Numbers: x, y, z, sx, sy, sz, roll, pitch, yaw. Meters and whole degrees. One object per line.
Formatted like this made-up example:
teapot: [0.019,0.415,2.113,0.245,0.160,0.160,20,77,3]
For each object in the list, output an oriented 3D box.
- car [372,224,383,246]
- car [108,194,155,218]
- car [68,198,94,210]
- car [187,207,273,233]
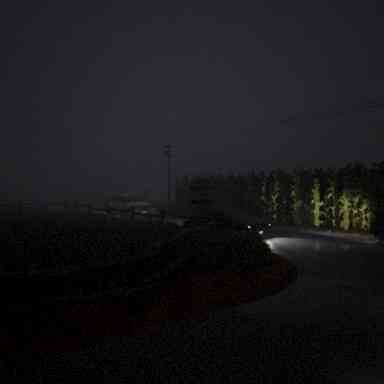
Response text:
car: [9.057,1.578,12.269,1.895,1.301,4.718,0,0,-13]
car: [-5.143,1.204,27.666,2.150,2.045,5.566,0,0,-35]
car: [-12.939,1.469,38.686,2.128,1.511,4.902,0,1,-35]
car: [1.756,1.529,17.941,2.033,1.411,5.357,0,0,-36]
